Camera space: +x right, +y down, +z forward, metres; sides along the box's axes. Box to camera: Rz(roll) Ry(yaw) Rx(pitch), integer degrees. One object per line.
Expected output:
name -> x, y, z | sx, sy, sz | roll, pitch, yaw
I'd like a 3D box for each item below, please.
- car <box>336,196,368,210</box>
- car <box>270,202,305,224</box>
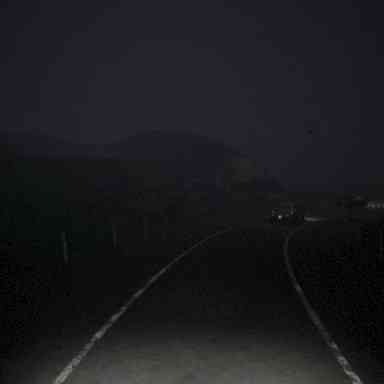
car -> 18.438, 1.174, 38.208 | 4.902, 1.511, 2.128 | -2, 5, -40
car -> 7.373, 1.520, 25.468 | 1.812, 1.442, 4.674 | 3, 2, 30
